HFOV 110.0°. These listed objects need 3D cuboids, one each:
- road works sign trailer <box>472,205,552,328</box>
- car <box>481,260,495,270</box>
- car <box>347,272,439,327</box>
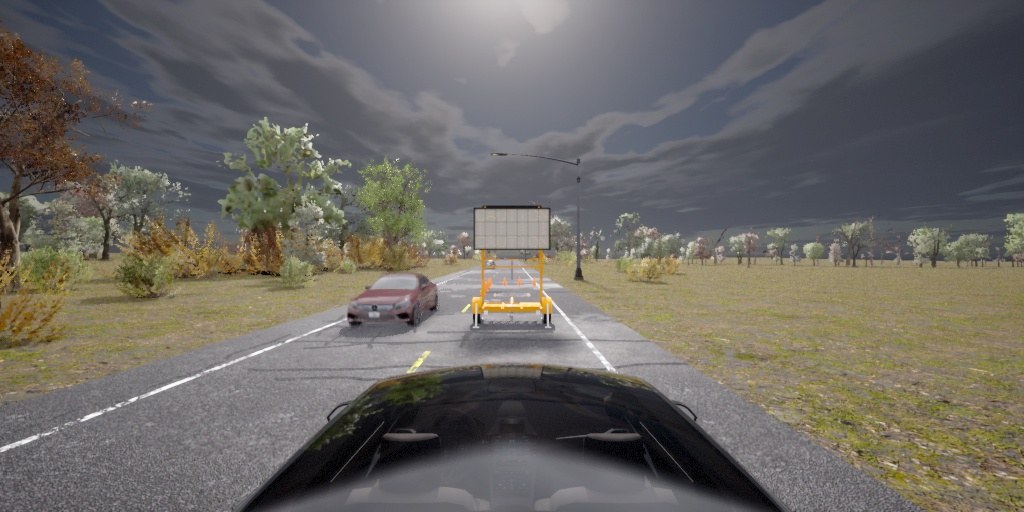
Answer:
[{"bbox_3d":[0.002,0.216,11.344,2.380,3.560,2.880,0,0,0],"label":"road works sign trailer"},{"bbox_3d":[-3.585,1.272,54.688,2.128,1.511,4.902,0,0,0],"label":"car"},{"bbox_3d":[-3.598,1.277,11.691,1.812,1.442,4.674,0,0,0],"label":"car"}]
